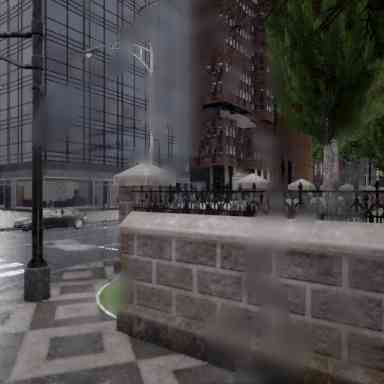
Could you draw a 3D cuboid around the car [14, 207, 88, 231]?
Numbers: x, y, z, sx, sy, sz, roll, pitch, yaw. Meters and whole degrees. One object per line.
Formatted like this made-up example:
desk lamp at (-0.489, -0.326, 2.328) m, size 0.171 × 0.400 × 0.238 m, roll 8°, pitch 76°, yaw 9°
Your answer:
car at (-8.431, 1.631, 20.209) m, size 2.008 × 1.369 × 4.403 m, roll 0°, pitch -1°, yaw 36°
